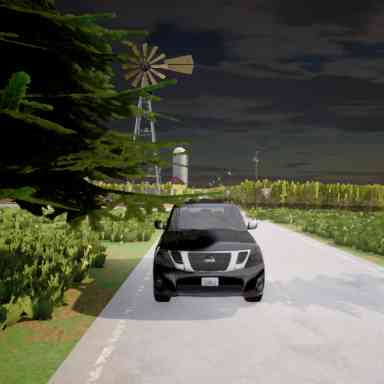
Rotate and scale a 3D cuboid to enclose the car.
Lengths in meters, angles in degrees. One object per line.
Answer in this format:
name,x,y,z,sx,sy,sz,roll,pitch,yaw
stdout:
car,0.332,1.221,8.601,2.150,2.045,5.566,0,0,0
